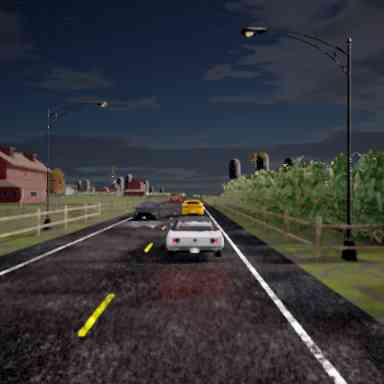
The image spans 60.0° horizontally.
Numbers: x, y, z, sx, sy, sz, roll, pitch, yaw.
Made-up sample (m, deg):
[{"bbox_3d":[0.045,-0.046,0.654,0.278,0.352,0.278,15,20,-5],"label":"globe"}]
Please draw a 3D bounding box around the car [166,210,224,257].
[{"bbox_3d":[0.094,1.600,12.970,1.895,1.301,4.718,0,0,0],"label":"car"}]

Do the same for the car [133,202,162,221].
[{"bbox_3d":[-3.602,1.557,27.749,2.033,1.411,5.357,0,0,0],"label":"car"}]

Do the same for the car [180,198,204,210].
[{"bbox_3d":[0.096,1.490,31.387,1.882,1.535,5.008,0,0,0],"label":"car"}]

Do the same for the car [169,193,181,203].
[{"bbox_3d":[-3.505,1.272,70.359,2.150,2.045,5.566,0,0,0],"label":"car"}]
